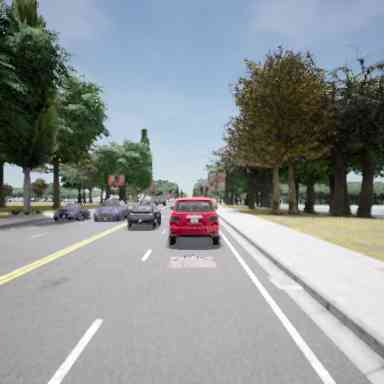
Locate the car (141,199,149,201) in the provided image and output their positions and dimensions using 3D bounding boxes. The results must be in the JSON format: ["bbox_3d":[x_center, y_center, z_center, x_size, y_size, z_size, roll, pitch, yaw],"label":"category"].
[{"bbox_3d":[-9.752,2.234,68.689,2.128,1.511,4.902,0,-1,0],"label":"car"}]

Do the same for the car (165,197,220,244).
[{"bbox_3d":[0.100,1.269,16.077,2.150,2.045,5.566,0,0,0],"label":"car"}]

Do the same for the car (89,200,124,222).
[{"bbox_3d":[-6.596,1.483,27.552,2.097,1.767,4.553,0,-1,0],"label":"car"}]

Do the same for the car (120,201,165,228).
[{"bbox_3d":[-3.150,1.582,22.727,2.128,1.511,4.902,0,0,0],"label":"car"}]

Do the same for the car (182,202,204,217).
[{"bbox_3d":[0.100,1.747,34.466,2.033,1.411,5.357,0,-1,0],"label":"car"}]

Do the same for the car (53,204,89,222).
[{"bbox_3d":[-9.847,1.694,27.521,1.994,1.385,4.181,0,-1,0],"label":"car"}]

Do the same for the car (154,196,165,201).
[{"bbox_3d":[-6.502,1.933,68.665,2.150,2.045,5.566,0,-1,0],"label":"car"}]
